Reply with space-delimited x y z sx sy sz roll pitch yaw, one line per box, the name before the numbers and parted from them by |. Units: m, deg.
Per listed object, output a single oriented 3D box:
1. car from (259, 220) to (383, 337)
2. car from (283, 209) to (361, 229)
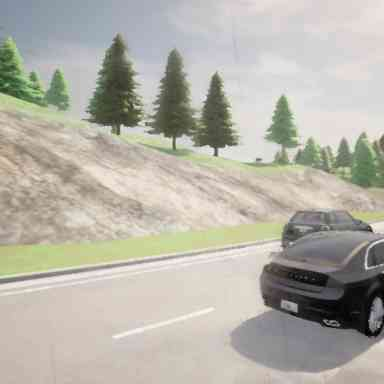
car | 3.412 1.561 6.831 4.892 1.490 1.837 0 0 -40
car | 5.588 1.453 13.521 4.553 1.767 2.097 1 0 -43
